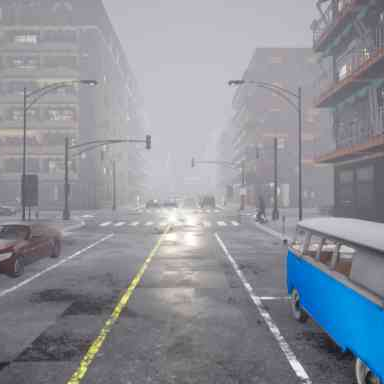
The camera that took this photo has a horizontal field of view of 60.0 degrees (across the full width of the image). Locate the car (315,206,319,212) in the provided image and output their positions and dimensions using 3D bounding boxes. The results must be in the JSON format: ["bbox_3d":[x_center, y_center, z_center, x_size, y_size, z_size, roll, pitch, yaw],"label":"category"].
[{"bbox_3d":[14.970,1.615,33.515,4.718,1.301,1.895,0,-1,0],"label":"car"}]

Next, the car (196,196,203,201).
[{"bbox_3d":[2.033,1.776,92.791,1.802,1.307,4.206,1,0,0],"label":"car"}]

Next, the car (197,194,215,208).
[{"bbox_3d":[2.303,1.353,48.310,2.192,1.841,5.009,1,0,0],"label":"car"}]

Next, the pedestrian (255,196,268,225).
[{"bbox_3d":[4.431,1.156,21.234,0.375,1.860,0.375,1,-1,0],"label":"pedestrian"}]

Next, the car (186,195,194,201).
[{"bbox_3d":[-0.516,1.538,88.303,2.033,1.411,5.357,0,0,0],"label":"car"}]

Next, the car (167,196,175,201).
[{"bbox_3d":[-5.844,1.718,92.541,1.752,1.417,4.829,1,0,0],"label":"car"}]

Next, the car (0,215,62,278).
[{"bbox_3d":[-5.358,1.588,10.138,1.802,1.307,4.206,1,0,0],"label":"car"}]

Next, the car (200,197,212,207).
[{"bbox_3d":[2.265,1.570,54.039,1.752,1.417,4.829,1,0,0],"label":"car"}]

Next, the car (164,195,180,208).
[{"bbox_3d":[-3.125,1.601,48.564,1.994,1.385,4.181,0,0,0],"label":"car"}]

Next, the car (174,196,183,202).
[{"bbox_3d":[-3.212,1.634,78.992,1.812,1.442,4.674,0,0,0],"label":"car"}]

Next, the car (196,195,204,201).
[{"bbox_3d":[2.068,1.601,87.231,1.967,1.590,4.097,1,0,0],"label":"car"}]

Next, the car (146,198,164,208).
[{"bbox_3d":[-5.581,1.604,48.217,1.947,1.339,4.313,1,0,0],"label":"car"}]

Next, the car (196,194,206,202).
[{"bbox_3d":[2.103,1.444,81.668,2.192,1.841,5.009,1,0,0],"label":"car"}]

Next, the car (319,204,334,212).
[{"bbox_3d":[13.581,1.452,28.094,4.403,1.369,2.008,0,-1,0],"label":"car"}]

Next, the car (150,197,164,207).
[{"bbox_3d":[-5.614,1.610,53.778,1.947,1.339,4.313,1,0,0],"label":"car"}]

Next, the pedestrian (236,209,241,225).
[{"bbox_3d":[3.242,1.690,22.529,0.500,1.100,0.500,1,-1,0],"label":"pedestrian"}]

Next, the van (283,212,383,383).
[{"bbox_3d":[2.527,1.343,4.598,1.690,1.788,3.998,1,0,0],"label":"van"}]

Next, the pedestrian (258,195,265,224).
[{"bbox_3d":[4.606,1.156,21.948,0.375,1.860,0.375,1,-1,0],"label":"pedestrian"}]

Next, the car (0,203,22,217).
[{"bbox_3d":[-18.536,1.594,30.448,5.357,1.411,2.033,0,-1,0],"label":"car"}]

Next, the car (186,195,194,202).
[{"bbox_3d":[-0.457,1.658,78.294,1.994,1.385,4.181,0,0,0],"label":"car"}]

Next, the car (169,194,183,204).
[{"bbox_3d":[-3.166,1.588,64.127,1.812,1.442,4.674,0,0,0],"label":"car"}]
